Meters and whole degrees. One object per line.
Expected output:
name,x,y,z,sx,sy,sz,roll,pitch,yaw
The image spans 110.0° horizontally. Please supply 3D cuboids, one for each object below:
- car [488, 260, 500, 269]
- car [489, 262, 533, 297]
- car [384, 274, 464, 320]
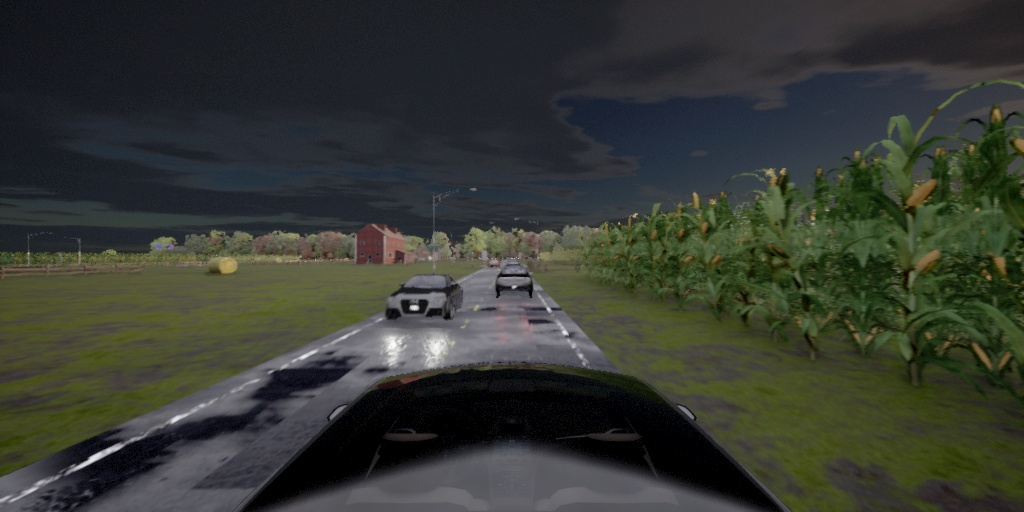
car,-2.731,1.292,56.063,1.882,1.535,5.008,0,0,0
car,0.107,1.245,19.001,2.128,1.511,4.902,0,0,0
car,-2.845,1.316,12.430,1.994,1.385,4.181,0,0,0
